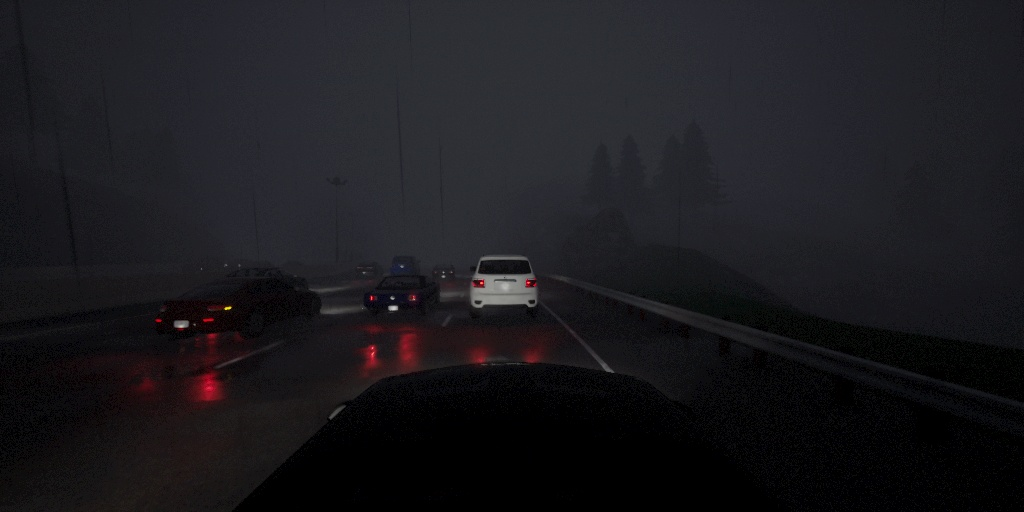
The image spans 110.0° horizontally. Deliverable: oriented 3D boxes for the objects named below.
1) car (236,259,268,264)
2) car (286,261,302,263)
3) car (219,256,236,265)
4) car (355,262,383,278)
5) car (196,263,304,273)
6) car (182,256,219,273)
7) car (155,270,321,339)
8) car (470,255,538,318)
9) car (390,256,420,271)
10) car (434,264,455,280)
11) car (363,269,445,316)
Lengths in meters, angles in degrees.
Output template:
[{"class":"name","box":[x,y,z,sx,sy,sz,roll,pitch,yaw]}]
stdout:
[{"class":"car","box":[-29.710,1.305,42.099,2.128,1.511,4.902,0,0,-14]},{"class":"car","box":[-26.395,1.333,43.257,1.812,1.442,4.674,0,0,-14]},{"class":"car","box":[-34.070,1.177,45.001,2.097,1.767,4.553,0,0,-15]},{"class":"car","box":[-13.511,1.270,34.115,2.128,1.511,4.902,0,0,-10]},{"class":"car","box":[-11.126,1.266,16.240,2.128,1.511,4.902,0,0,-4]},{"class":"car","box":[-37.242,1.052,43.457,2.150,2.045,5.566,0,0,-14]},{"class":"car","box":[-7.209,1.291,10.013,1.812,1.442,4.674,0,0,-2]},{"class":"car","box":[-0.366,0.972,13.267,2.150,2.045,5.566,0,0,-4]},{"class":"car","box":[-9.713,0.992,32.847,2.150,2.045,5.566,0,0,-10]},{"class":"car","box":[-5.882,1.363,31.157,1.895,1.301,4.718,0,0,-9]},{"class":"car","box":[-3.892,1.359,13.553,1.895,1.301,4.718,0,0,-4]}]
